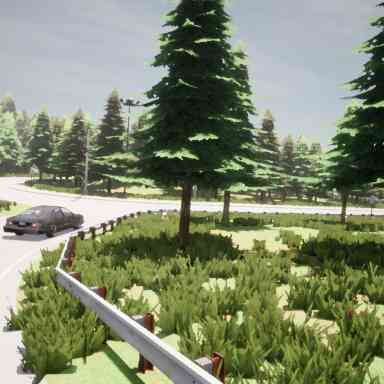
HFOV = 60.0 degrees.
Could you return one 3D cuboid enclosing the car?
[{"bbox_3d":[-7.392,1.410,17.288,2.033,1.411,5.357,4,1,3],"label":"car"}]
